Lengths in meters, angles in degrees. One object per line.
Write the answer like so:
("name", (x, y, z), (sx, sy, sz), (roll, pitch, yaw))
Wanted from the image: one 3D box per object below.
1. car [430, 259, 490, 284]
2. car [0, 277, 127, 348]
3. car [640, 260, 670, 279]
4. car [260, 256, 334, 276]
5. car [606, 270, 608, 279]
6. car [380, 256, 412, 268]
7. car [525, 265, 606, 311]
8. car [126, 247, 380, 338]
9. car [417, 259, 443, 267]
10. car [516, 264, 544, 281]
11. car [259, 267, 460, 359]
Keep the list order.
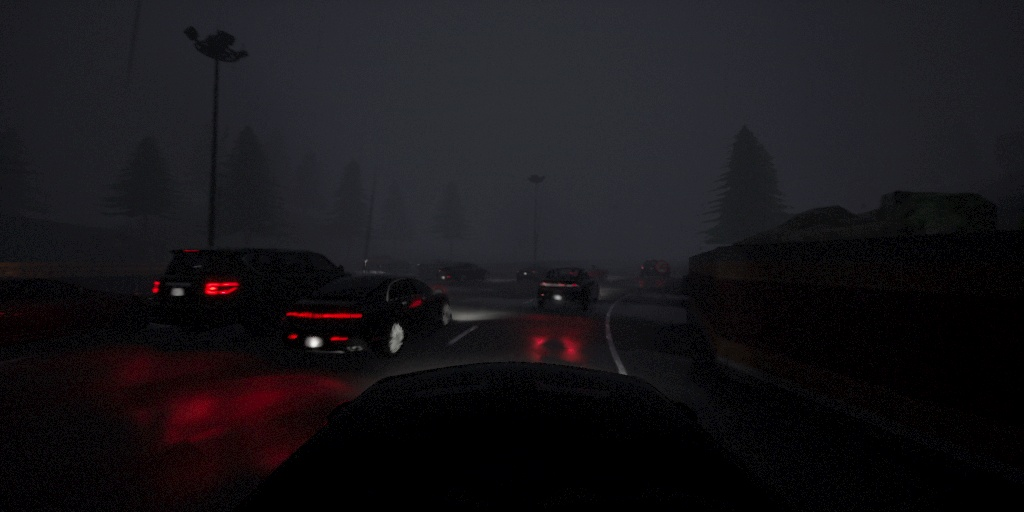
("car", (-3.449, 1.192, 26.237), (1.837, 1.490, 4.892), (0, 0, 29))
("car", (-10.001, 1.112, 7.326), (1.994, 1.385, 4.181), (1, 0, 7))
("car", (13.737, 1.145, 34.279), (2.097, 1.767, 4.553), (1, 1, 32))
("car", (-17.728, 0.758, 29.915), (2.128, 1.511, 4.902), (1, 0, 27))
("car", (6.192, 1.371, 28.831), (1.895, 1.301, 4.718), (1, 0, 32))
("car", (-14.047, 1.003, 42.850), (1.994, 1.385, 4.181), (1, 0, 32))
("car", (2.383, 1.227, 14.486), (2.128, 1.511, 4.902), (1, 0, 20))
("car", (-6.219, 0.828, 9.837), (2.150, 2.045, 5.566), (0, 0, 11))
("car", (-8.122, 1.001, 39.121), (1.895, 1.301, 4.718), (1, 0, 32))
("car", (2.032, 1.298, 28.633), (1.994, 1.385, 4.181), (1, 0, 31))
("car", (-2.854, 1.154, 8.199), (1.837, 1.490, 4.892), (0, 0, 8))
